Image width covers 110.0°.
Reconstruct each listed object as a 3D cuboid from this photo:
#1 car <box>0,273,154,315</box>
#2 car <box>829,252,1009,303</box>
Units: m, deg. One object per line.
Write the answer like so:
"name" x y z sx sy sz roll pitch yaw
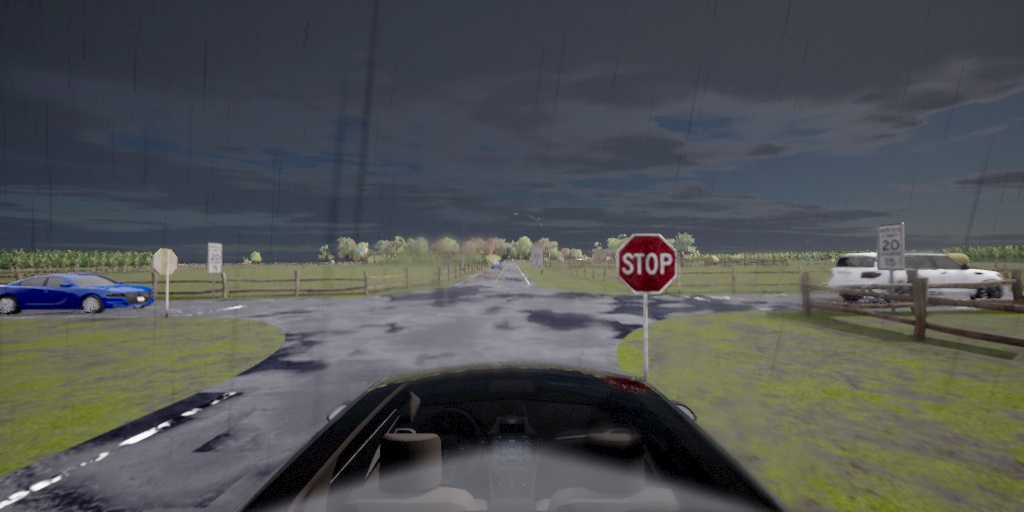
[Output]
"car" -17.170 1.442 14.160 5.008 1.535 1.882 0 -1 0
"car" 16.061 0.880 14.410 5.566 2.045 2.150 0 -1 0
